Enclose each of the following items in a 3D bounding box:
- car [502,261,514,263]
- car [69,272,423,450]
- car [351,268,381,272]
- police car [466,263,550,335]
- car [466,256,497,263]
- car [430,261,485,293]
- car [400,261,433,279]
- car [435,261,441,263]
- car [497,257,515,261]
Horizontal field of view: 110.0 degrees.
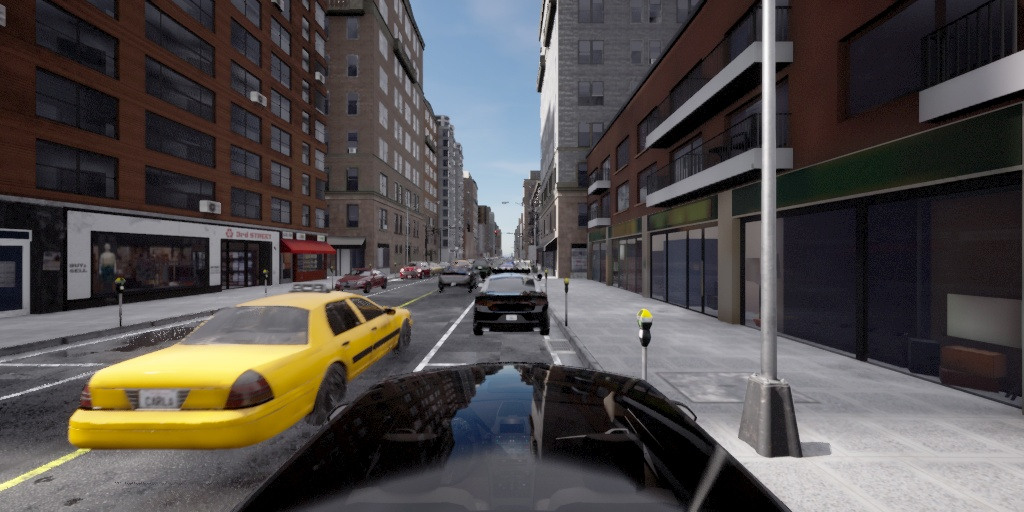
[{"bbox_3d":[-0.383,1.300,25.913,2.007,1.370,4.403,0,0,0],"label":"car"},{"bbox_3d":[-3.019,1.205,5.629,1.801,1.575,5.366,0,0,0],"label":"car"},{"bbox_3d":[-8.408,1.332,20.388,1.802,1.307,4.207,0,0,0],"label":"car"},{"bbox_3d":[-0.012,1.175,10.610,1.930,1.638,5.238,0,0,0],"label":"police car"},{"bbox_3d":[-2.975,1.101,35.729,2.097,1.767,4.553,0,0,1],"label":"car"},{"bbox_3d":[-2.974,1.242,20.797,2.128,1.511,4.902,0,0,0],"label":"car"},{"bbox_3d":[-8.408,1.190,31.425,1.967,1.591,4.097,0,0,0],"label":"car"},{"bbox_3d":[-8.408,1.275,36.773,1.751,1.417,4.829,0,0,0],"label":"car"},{"bbox_3d":[-0.383,1.190,36.951,1.967,1.591,4.097,0,0,0],"label":"car"}]
